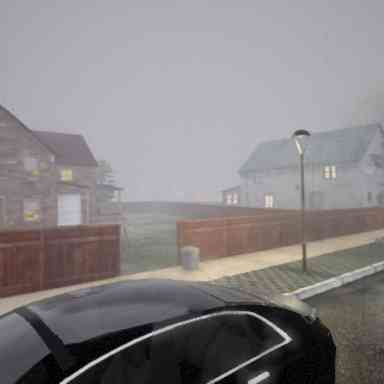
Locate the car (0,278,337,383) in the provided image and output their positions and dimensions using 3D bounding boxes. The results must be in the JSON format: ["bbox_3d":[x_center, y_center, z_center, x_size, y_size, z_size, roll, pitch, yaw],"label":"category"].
[{"bbox_3d":[-0.780,1.578,2.430,4.892,1.490,1.837,0,-2,-39],"label":"car"}]
